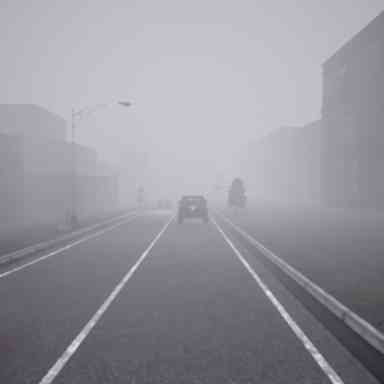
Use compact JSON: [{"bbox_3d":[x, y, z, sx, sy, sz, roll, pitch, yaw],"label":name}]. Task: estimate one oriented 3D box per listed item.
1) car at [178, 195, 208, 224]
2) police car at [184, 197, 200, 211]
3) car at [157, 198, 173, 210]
[{"bbox_3d":[0.077,1.292,25.750,2.150,2.045,5.566,0,-1,0],"label":"car"},{"bbox_3d":[0.041,1.471,42.571,1.930,1.638,5.238,0,0,0],"label":"police car"},{"bbox_3d":[-3.608,1.536,44.595,2.128,1.511,4.902,0,0,0],"label":"car"}]
